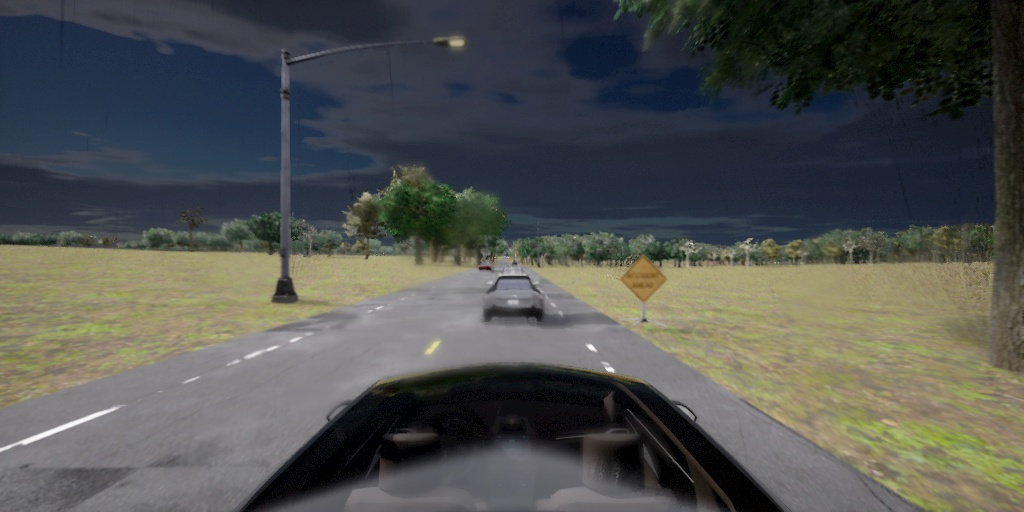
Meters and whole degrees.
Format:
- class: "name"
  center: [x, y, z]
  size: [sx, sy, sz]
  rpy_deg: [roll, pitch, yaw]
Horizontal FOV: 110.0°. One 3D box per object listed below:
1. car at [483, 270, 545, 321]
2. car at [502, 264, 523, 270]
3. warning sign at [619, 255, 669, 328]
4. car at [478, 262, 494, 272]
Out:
- class: "car"
  center: [0.067, 1.361, 12.634]
  size: [1.994, 1.385, 4.181]
  rpy_deg: [0, 0, 0]
- class: "car"
  center: [0.055, 1.454, 26.207]
  size: [1.895, 1.301, 4.718]
  rpy_deg: [0, 0, 0]
- class: "warning sign"
  center: [3.548, 0.901, 9.681]
  size: [1.300, 1.860, 1.060]
  rpy_deg: [0, 0, 0]
- class: "car"
  center: [-3.591, 1.533, 49.466]
  size: [1.895, 1.301, 4.718]
  rpy_deg: [0, 0, 0]
